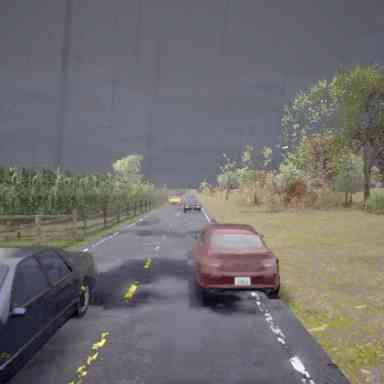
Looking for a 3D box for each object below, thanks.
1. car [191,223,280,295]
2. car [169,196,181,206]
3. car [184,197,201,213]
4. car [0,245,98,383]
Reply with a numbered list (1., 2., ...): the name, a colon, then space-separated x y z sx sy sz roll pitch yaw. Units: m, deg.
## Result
1. car: 0.960 1.531 8.618 1.812 1.442 4.674 0 0 0
2. car: -2.769 1.466 54.836 1.882 1.535 5.008 0 0 0
3. car: 0.068 1.604 37.518 1.895 1.301 4.718 0 0 0
4. car: -2.849 1.550 4.693 2.033 1.411 5.357 0 0 0
